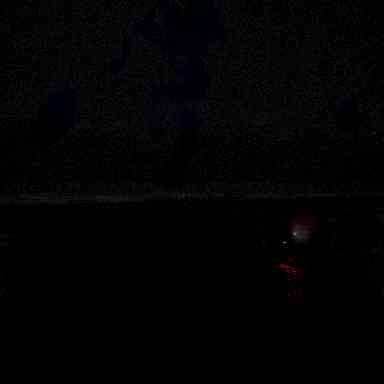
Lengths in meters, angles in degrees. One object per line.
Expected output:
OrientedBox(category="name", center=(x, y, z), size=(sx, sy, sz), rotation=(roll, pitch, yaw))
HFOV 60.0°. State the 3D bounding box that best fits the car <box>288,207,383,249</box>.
OrientedBox(category="car", center=(6.440, 1.416, 14.077), size=(4.892, 1.490, 1.837), rotation=(-1, 1, -19))
